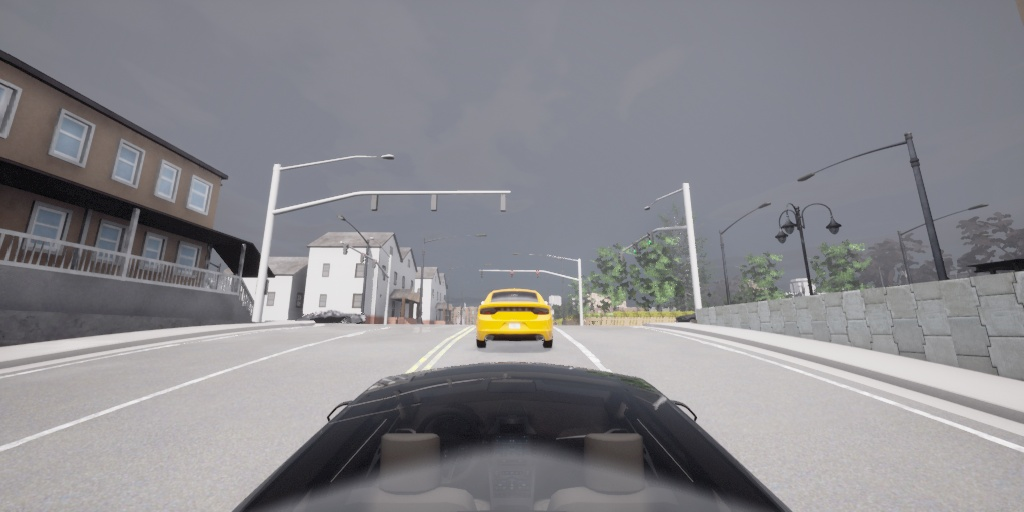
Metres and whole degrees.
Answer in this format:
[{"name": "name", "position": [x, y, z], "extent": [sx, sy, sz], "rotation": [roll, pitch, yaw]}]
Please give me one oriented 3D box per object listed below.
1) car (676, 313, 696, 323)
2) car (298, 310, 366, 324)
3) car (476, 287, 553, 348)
[{"name": "car", "position": [16.492, 5.261, 30.390], "extent": [5.008, 1.535, 1.882], "rotation": [0, -12, 1]}, {"name": "car", "position": [-13.610, 4.845, 27.068], "extent": [4.902, 1.511, 2.128], "rotation": [-7, -12, 1]}, {"name": "car", "position": [0.071, 1.723, 10.546], "extent": [1.882, 1.535, 5.008], "rotation": [0, -7, 0]}]
